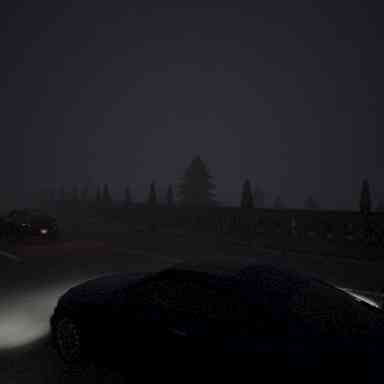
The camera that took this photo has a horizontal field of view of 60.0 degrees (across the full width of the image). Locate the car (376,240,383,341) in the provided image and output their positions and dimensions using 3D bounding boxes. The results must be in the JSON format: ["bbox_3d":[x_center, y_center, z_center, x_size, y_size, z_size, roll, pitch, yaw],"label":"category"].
[{"bbox_3d":[5.134,1.587,4.762,4.181,1.385,1.994,0,0,35],"label":"car"}]

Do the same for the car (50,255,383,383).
[{"bbox_3d":[0.174,1.533,4.074,4.674,1.442,1.812,0,0,37],"label":"car"}]

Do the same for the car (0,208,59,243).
[{"bbox_3d":[-8.057,1.524,16.186,1.812,1.442,4.674,0,0,-44],"label":"car"}]
